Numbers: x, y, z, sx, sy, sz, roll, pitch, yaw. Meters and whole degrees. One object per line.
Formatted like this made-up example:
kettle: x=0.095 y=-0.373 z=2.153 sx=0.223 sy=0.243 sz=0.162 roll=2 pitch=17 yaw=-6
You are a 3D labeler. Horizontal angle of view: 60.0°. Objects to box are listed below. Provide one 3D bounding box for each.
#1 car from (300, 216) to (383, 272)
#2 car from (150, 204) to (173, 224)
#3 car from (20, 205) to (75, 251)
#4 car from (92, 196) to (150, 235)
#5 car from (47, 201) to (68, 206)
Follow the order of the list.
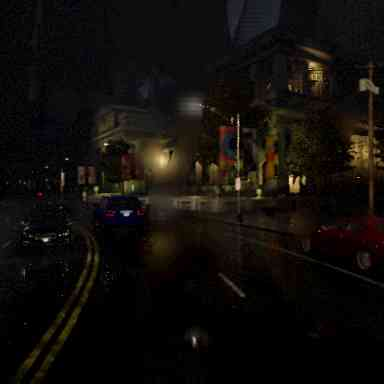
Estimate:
car: x=5.325 y=1.488 z=10.649 sx=2.002 sy=1.452 sz=4.674 roll=0 pitch=0 yaw=-13
car: x=-2.955 y=1.572 z=24.015 sx=1.994 sy=1.385 sz=4.181 roll=0 pitch=0 yaw=-27
car: x=-6.228 y=1.553 z=14.605 sx=1.837 sy=1.490 sz=4.892 roll=0 pitch=0 yaw=-20
car: x=-4.383 y=1.239 z=19.255 sx=2.150 sy=2.045 sz=5.566 roll=0 pitch=0 yaw=-24
car: x=-14.841 y=1.632 z=36.849 sx=1.994 sy=1.385 sz=4.181 roll=0 pitch=0 yaw=-32
